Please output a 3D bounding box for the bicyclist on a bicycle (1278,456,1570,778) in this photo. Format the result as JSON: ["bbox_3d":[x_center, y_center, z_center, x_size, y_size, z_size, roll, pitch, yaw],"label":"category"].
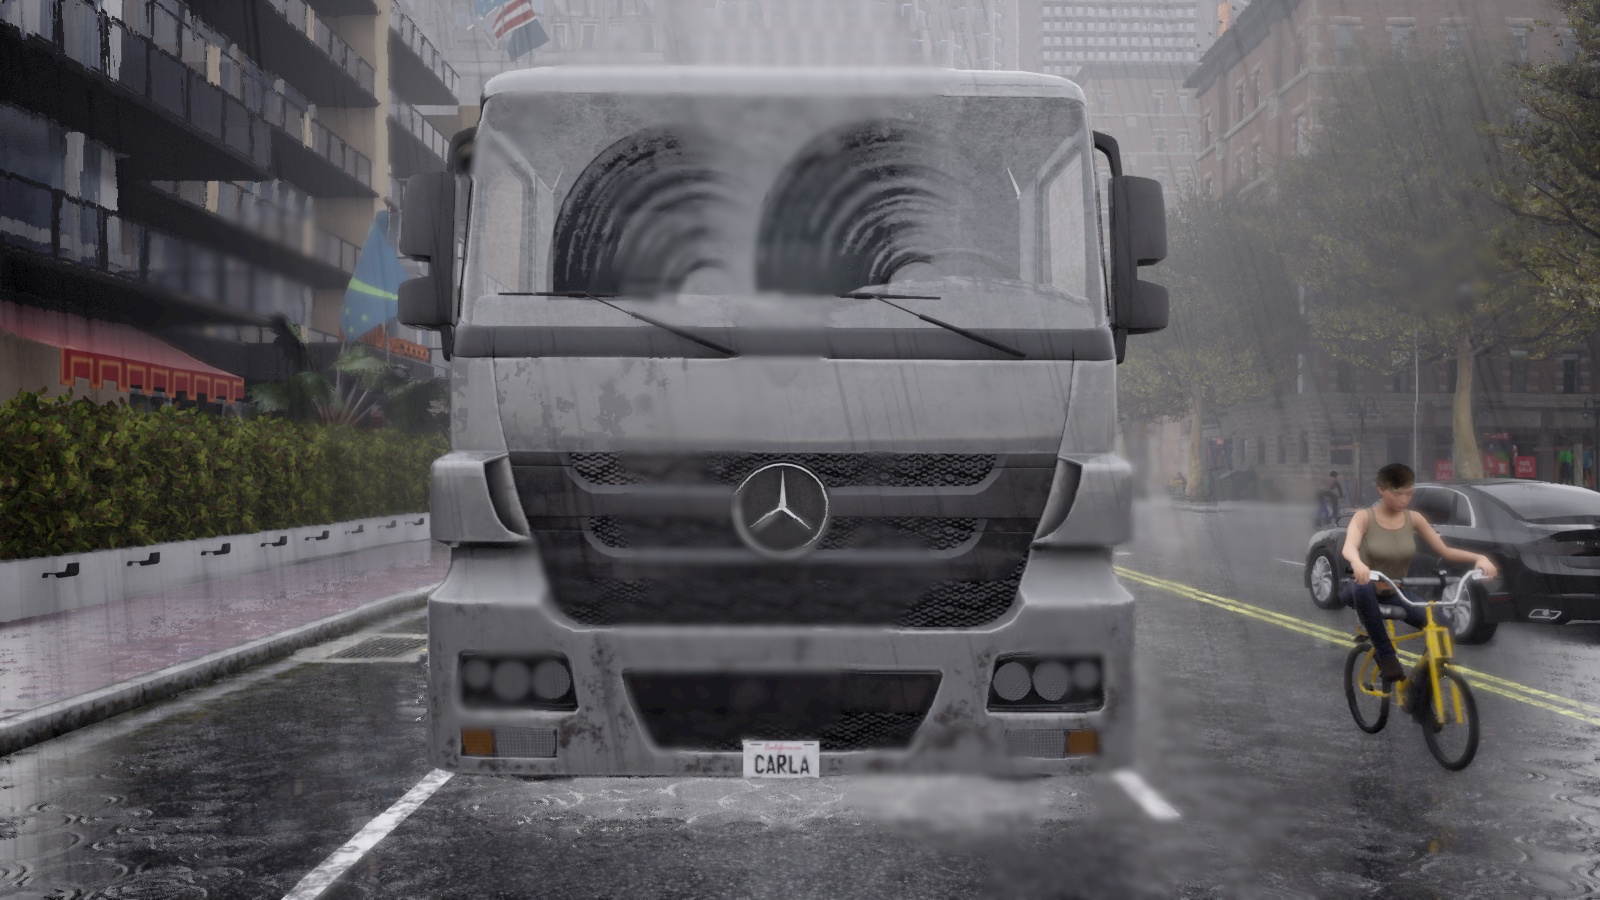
[{"bbox_3d":[3.422,0.855,7.069,0.866,1.612,1.509,0,-1,0],"label":"bicyclist on a bicycle"}]

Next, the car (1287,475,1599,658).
[{"bbox_3d":[6.867,1.007,12.815,1.837,1.490,4.892,0,-1,-1],"label":"car"}]

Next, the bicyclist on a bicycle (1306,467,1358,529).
[{"bbox_3d":[14.342,1.277,33.862,1.656,1.620,0.582,1,0,-40],"label":"bicyclist on a bicycle"}]

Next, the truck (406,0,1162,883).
[{"bbox_3d":[-0.100,-0.020,8.798,2.891,3.462,7.936,0,-1,-1],"label":"truck"}]
